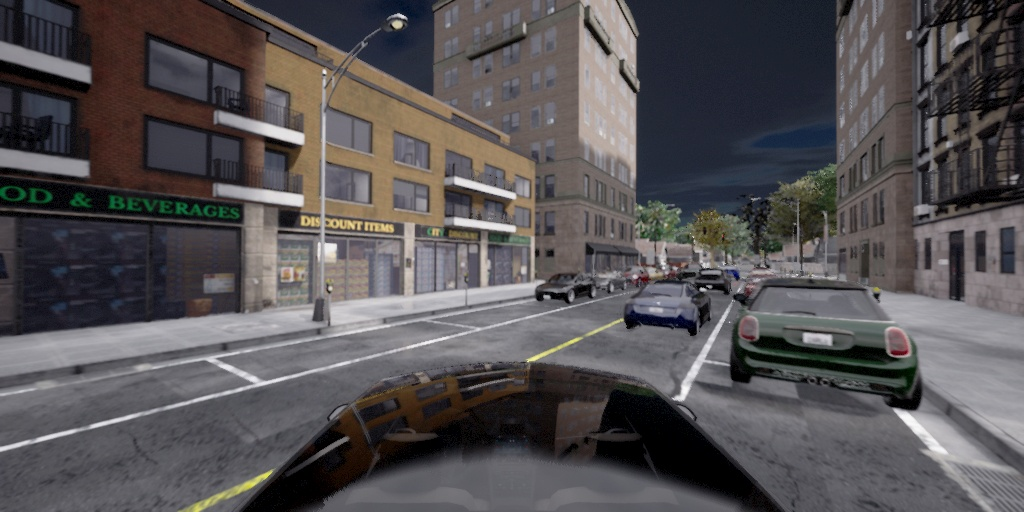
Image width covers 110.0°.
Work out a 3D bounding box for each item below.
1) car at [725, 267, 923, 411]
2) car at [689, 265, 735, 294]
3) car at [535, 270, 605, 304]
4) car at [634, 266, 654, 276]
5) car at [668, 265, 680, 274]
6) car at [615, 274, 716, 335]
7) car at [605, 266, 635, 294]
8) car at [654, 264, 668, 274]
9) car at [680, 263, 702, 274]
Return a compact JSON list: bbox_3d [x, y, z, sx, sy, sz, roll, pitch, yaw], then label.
[{"bbox_3d":[5.373,1.180,6.674,2.097,1.767,4.553,0,-1,34],"label":"car"},{"bbox_3d":[12.737,1.529,22.692,1.837,1.490,4.892,0,0,34],"label":"car"},{"bbox_3d":[2.770,1.480,17.763,1.948,1.339,4.313,0,0,34],"label":"car"},{"bbox_3d":[8.961,1.479,26.900,1.967,1.591,4.097,0,0,34],"label":"car"},{"bbox_3d":[15.151,1.608,36.037,1.967,1.591,4.097,0,0,34],"label":"car"},{"bbox_3d":[4.975,1.431,11.237,1.994,1.385,4.181,0,-1,34],"label":"car"},{"bbox_3d":[5.865,1.526,22.331,2.007,1.370,4.403,0,0,34],"label":"car"},{"bbox_3d":[11.960,1.629,31.327,1.751,1.417,4.829,0,0,34],"label":"car"},{"bbox_3d":[17.920,1.532,35.551,2.097,1.767,4.553,0,-1,34],"label":"car"}]
